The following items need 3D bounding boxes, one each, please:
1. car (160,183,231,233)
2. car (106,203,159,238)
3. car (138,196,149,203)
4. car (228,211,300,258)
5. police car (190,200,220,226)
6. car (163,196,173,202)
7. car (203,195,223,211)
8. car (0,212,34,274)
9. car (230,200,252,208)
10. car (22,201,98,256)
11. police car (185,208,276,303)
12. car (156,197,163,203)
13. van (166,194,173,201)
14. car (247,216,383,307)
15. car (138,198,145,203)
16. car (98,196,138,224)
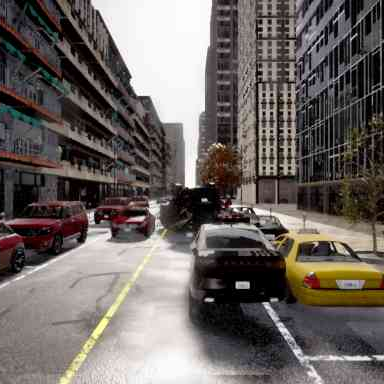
[{"bbox_3d":[-0.191,1.208,18.348,2.150,2.045,5.566,-2,-19,-19],"label":"car"},{"bbox_3d":[-3.040,1.536,17.999,1.812,1.442,4.674,0,0,0],"label":"car"},{"bbox_3d":[-5.764,1.348,36.070,2.192,1.841,5.009,0,0,0],"label":"car"},{"bbox_3d":[2.665,1.573,13.435,1.947,1.339,4.313,0,0,0],"label":"car"},{"bbox_3d":[0.846,1.441,24.405,1.930,1.638,5.238,0,0,0],"label":"police car"},{"bbox_3d":[-5.866,1.738,81.374,1.947,1.339,4.313,0,0,0],"label":"car"},{"bbox_3d":[2.603,1.360,41.750,2.192,1.841,5.009,0,0,0],"label":"car"},{"bbox_3d":[-5.702,1.443,7.753,1.967,1.590,4.097,0,0,0],"label":"car"},{"bbox_3d":[2.653,1.451,19.098,1.967,1.590,4.097,0,0,0],"label":"car"},{"bbox_3d":[-5.713,1.322,13.417,2.192,1.841,5.009,0,0,0],"label":"car"},{"bbox_3d":[0.881,1.429,8.406,1.930,1.638,5.238,0,0,0],"label":"police car"},{"bbox_3d":[-5.829,1.677,64.385,1.947,1.339,4.313,0,0,0],"label":"car"},{"bbox_3d":[-5.879,1.539,87.040,1.690,1.788,3.998,0,0,0],"label":"van"},{"bbox_3d":[2.677,1.528,7.941,1.752,1.417,4.829,0,0,0],"label":"car"},{"bbox_3d":[-5.752,1.549,30.237,1.752,1.417,4.829,0,0,0],"label":"car"},{"bbox_3d":[-5.739,1.331,24.742,2.192,1.841,5.009,0,0,0],"label":"car"}]
